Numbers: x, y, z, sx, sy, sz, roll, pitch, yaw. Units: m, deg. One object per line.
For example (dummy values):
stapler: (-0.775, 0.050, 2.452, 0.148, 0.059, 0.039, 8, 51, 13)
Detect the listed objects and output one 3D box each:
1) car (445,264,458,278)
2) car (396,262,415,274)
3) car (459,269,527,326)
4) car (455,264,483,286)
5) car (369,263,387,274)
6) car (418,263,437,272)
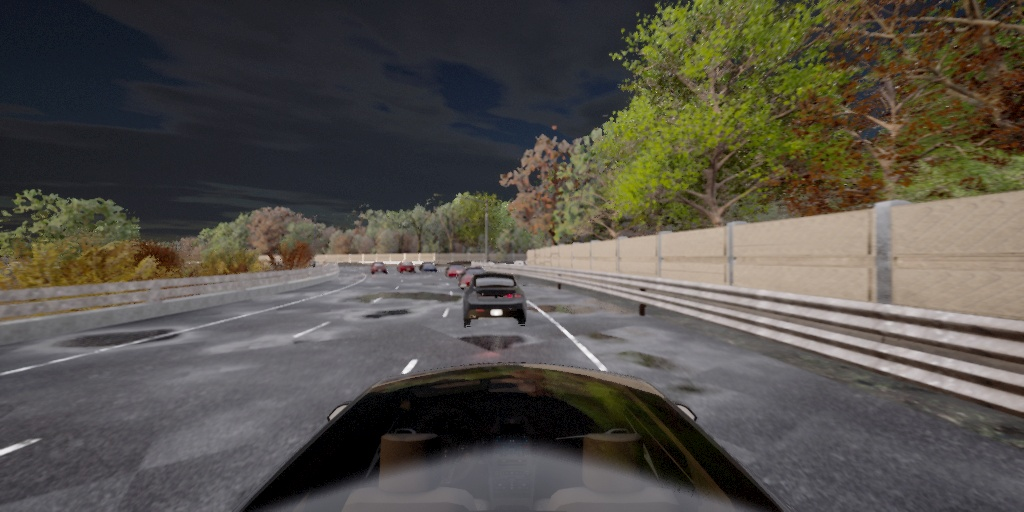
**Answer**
car: (-5.992, 1.563, 38.076, 1.994, 1.385, 4.181, 0, 0, -16)
car: (-14.529, 1.571, 48.889, 1.882, 1.535, 5.008, 0, 0, -25)
car: (-0.662, 1.319, 12.004, 1.837, 1.490, 4.892, 0, -1, -6)
car: (-2.606, 1.467, 24.613, 1.994, 1.385, 4.181, 0, 0, -12)
car: (-17.772, 1.621, 47.584, 1.812, 1.442, 4.674, 0, 0, -25)
car: (-12.428, 1.673, 52.511, 1.994, 1.385, 4.181, 0, 0, -27)
